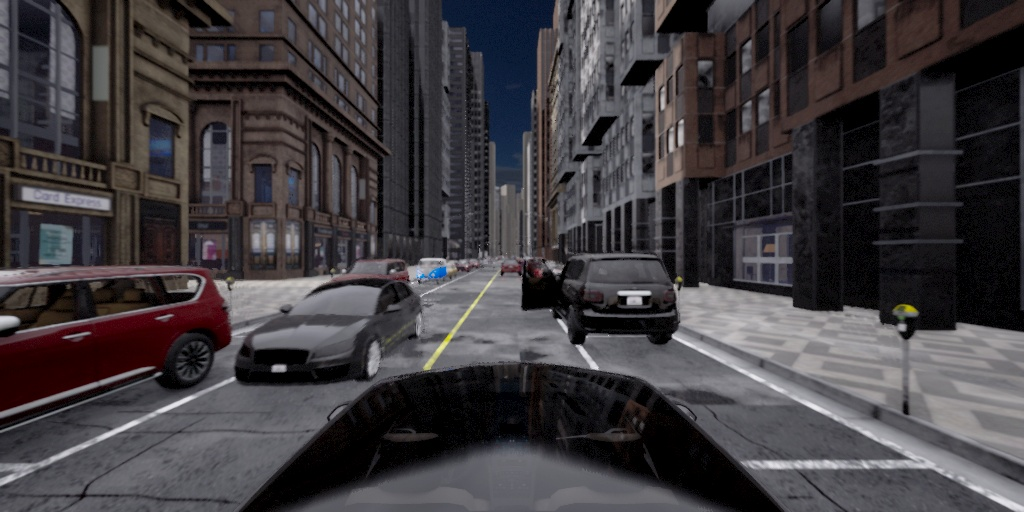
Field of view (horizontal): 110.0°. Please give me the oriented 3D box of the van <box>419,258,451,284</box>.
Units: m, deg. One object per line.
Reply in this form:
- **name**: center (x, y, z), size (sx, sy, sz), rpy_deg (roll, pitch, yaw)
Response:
- **van**: center (-5.875, 1.066, 26.503), size (1.690, 1.789, 3.998), rpy_deg (0, 0, 0)

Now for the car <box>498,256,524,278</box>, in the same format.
- **car**: center (-0.096, 1.068, 37.672), size (2.097, 1.767, 4.553), rpy_deg (0, 0, 0)

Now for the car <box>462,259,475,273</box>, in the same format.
- **car**: center (-5.953, 1.153, 43.309), size (1.967, 1.591, 4.097), rpy_deg (0, 0, 0)

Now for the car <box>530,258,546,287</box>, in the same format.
- **car**: center (2.650, 1.163, 26.557), size (1.967, 1.591, 4.097), rpy_deg (0, 0, 0)

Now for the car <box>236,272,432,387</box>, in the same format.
- **car**: center (-3.122, 1.248, 7.218), size (1.837, 1.490, 4.892), rpy_deg (0, 0, 0)

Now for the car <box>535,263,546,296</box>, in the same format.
- **car**: center (2.677, 1.279, 20.955), size (2.007, 1.370, 4.403), rpy_deg (0, 0, 0)

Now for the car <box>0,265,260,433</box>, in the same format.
- **car**: center (-5.770, 1.062, 4.098), size (2.192, 1.841, 5.009), rpy_deg (0, 0, 0)

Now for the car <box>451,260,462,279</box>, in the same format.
- **car**: center (-5.900, 1.246, 31.935), size (1.751, 1.417, 4.829), rpy_deg (0, 0, 0)

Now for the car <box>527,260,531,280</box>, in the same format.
- **car**: center (2.624, 1.301, 32.159), size (1.802, 1.307, 4.207), rpy_deg (0, 0, 0)

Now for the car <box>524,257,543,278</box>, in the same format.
- **car**: center (2.598, 1.030, 37.761), size (2.192, 1.841, 5.009), rpy_deg (0, 0, 0)

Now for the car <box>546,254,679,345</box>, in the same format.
- **car**: center (2.361, 0.961, 9.629), size (2.150, 2.045, 5.566), rpy_deg (0, 0, 0)

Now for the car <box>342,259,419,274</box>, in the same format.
- **car**: center (-5.822, 1.050, 15.301), size (2.192, 1.841, 5.009), rpy_deg (0, 0, 0)

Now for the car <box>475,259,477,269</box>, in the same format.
- **car**: center (-6.006, 1.147, 54.512), size (1.967, 1.591, 4.097), rpy_deg (0, 0, 0)

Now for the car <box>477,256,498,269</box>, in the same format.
- **car**: center (-3.215, 1.023, 48.518), size (1.895, 1.301, 4.718), rpy_deg (0, 0, 0)
